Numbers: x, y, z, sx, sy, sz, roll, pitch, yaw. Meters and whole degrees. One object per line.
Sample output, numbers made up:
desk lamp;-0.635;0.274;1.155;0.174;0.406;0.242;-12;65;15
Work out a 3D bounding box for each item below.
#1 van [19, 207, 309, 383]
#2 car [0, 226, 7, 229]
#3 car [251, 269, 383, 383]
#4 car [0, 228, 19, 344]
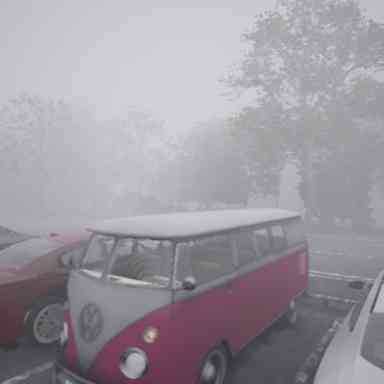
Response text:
van;0.220;1.262;4.850;1.878;1.987;4.442;0;0;36
car;-6.468;1.542;9.812;2.163;1.488;4.792;0;0;36
car;2.545;1.520;3.328;2.002;1.452;4.674;0;0;36
car;-1.973;1.496;6.555;2.097;1.535;5.008;0;0;36
